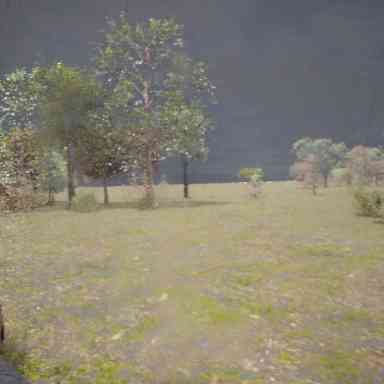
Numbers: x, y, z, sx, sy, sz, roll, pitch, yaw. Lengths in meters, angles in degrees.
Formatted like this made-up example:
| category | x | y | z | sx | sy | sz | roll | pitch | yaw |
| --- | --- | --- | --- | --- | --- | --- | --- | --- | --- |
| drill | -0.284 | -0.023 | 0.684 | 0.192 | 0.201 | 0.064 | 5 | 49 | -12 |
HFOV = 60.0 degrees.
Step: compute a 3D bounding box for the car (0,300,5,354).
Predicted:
| category | x | y | z | sx | sy | sz | roll | pitch | yaw |
| --- | --- | --- | --- | --- | --- | --- | --- | --- | --- |
| car | -4.294 | 1.564 | 4.764 | 4.674 | 1.442 | 1.812 | -1 | 1 | 41 |
